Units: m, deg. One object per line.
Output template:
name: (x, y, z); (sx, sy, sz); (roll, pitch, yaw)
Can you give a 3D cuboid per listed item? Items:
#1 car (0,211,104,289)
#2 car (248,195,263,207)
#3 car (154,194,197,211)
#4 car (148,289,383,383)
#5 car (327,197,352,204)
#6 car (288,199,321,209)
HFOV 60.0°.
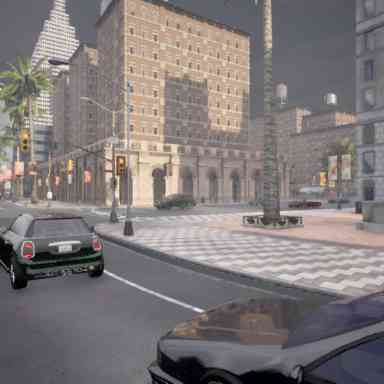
car: (-4.247, 1.352, 9.553); (2.097, 1.767, 4.553); (0, 0, -36)
car: (10.605, 1.504, 50.207); (4.892, 1.490, 1.837); (0, 0, -33)
car: (-2.036, 1.222, 41.942); (5.566, 2.045, 2.150); (0, 0, -33)
car: (2.135, 1.547, 2.552); (5.357, 1.411, 2.033); (0, 0, 37)
car: (27.202, 1.568, 61.089); (5.357, 1.411, 2.033); (0, 0, -34)
car: (15.163, 1.601, 44.584); (4.718, 1.301, 1.895); (0, 0, -33)
